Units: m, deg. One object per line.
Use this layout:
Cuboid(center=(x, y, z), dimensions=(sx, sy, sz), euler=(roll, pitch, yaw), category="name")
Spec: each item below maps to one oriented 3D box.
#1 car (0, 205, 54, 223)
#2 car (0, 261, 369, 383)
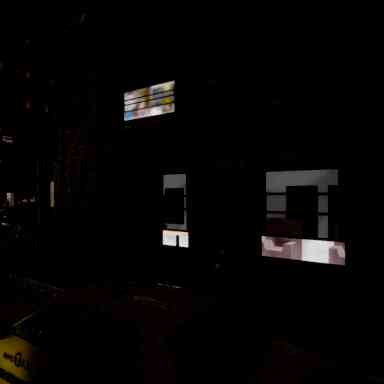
Cuboid(center=(-14.011, 1.886, 28.591), dimensions=(1.994, 1.385, 4.181), euler=(0, -1, 35), category="car")
Cuboid(center=(-0.825, 1.525, 3.444), dimensions=(4.829, 1.417, 1.752), euler=(0, 0, 35), category="car")
